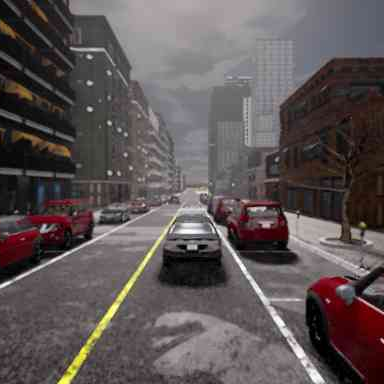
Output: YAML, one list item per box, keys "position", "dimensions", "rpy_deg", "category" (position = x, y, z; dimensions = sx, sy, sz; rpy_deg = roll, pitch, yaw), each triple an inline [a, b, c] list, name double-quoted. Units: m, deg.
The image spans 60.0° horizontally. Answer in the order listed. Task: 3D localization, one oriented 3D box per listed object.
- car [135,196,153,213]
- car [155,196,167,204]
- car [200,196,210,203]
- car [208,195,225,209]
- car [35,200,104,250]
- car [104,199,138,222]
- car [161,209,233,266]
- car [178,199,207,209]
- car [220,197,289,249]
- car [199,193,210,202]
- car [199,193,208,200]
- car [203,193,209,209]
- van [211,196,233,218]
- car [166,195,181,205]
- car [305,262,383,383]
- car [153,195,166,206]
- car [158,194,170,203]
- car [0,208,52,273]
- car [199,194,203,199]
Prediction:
- position: [-5.704, 1.377, 35.979]
  dimensions: [1.967, 1.590, 4.097]
  rpy_deg: [-1, 0, 0]
  category: "car"
- position: [-5.701, 1.412, 62.454]
  dimensions: [1.752, 1.417, 4.829]
  rpy_deg: [-1, 0, 0]
  category: "car"
- position: [2.647, 1.441, 68.254]
  dimensions: [1.947, 1.339, 4.313]
  rpy_deg: [-1, 0, 0]
  category: "car"
- position: [2.673, 1.272, 25.157]
  dimensions: [2.192, 1.841, 5.009]
  rpy_deg: [-1, 0, 0]
  category: "car"
- position: [-5.707, 1.290, 14.350]
  dimensions: [2.192, 1.841, 5.009]
  rpy_deg: [-1, 0, 0]
  category: "car"
- position: [-5.703, 1.507, 25.165]
  dimensions: [2.008, 1.369, 4.403]
  rpy_deg: [-1, 0, 0]
  category: "car"
- position: [0.022, 1.528, 11.452]
  dimensions: [2.033, 1.411, 5.357]
  rpy_deg: [0, 0, 0]
  category: "car"
- position: [0.038, 1.552, 27.996]
  dimensions: [1.895, 1.301, 4.718]
  rpy_deg: [0, 0, 1]
  category: "car"
- position: [2.673, 1.290, 14.343]
  dimensions: [2.192, 1.841, 5.009]
  rpy_deg: [-1, 0, 0]
  category: "car"
- position: [2.643, 1.179, 73.833]
  dimensions: [2.192, 1.841, 5.009]
  rpy_deg: [-1, 0, 0]
  category: "car"
- position: [3.004, 1.191, 84.867]
  dimensions: [2.097, 1.767, 4.553]
  rpy_deg: [0, 0, 0]
  category: "car"
- position: [2.674, 1.252, 35.971]
  dimensions: [2.192, 1.841, 5.009]
  rpy_deg: [-1, 0, 0]
  category: "car"
- position: [2.674, 1.288, 30.564]
  dimensions: [1.690, 1.788, 3.998]
  rpy_deg: [-1, 0, 0]
  category: "van"
- position: [-3.056, 1.400, 57.969]
  dimensions: [1.837, 1.490, 4.892]
  rpy_deg: [0, 0, 0]
  category: "car"
- position: [2.674, 1.434, 3.528]
  dimensions: [1.967, 1.590, 4.097]
  rpy_deg: [-1, 0, 0]
  category: "car"
- position: [-5.703, 1.346, 52.200]
  dimensions: [1.967, 1.590, 4.097]
  rpy_deg: [-1, 0, 0]
  category: "car"
- position: [-5.701, 1.315, 68.204]
  dimensions: [1.967, 1.590, 4.097]
  rpy_deg: [-1, 0, 0]
  category: "car"
- position: [-5.705, 1.424, 8.943]
  dimensions: [1.967, 1.590, 4.097]
  rpy_deg: [-1, 0, 0]
  category: "car"
- position: [2.680, 1.458, 57.102]
  dimensions: [2.008, 1.369, 4.403]
  rpy_deg: [-1, 0, 0]
  category: "car"
